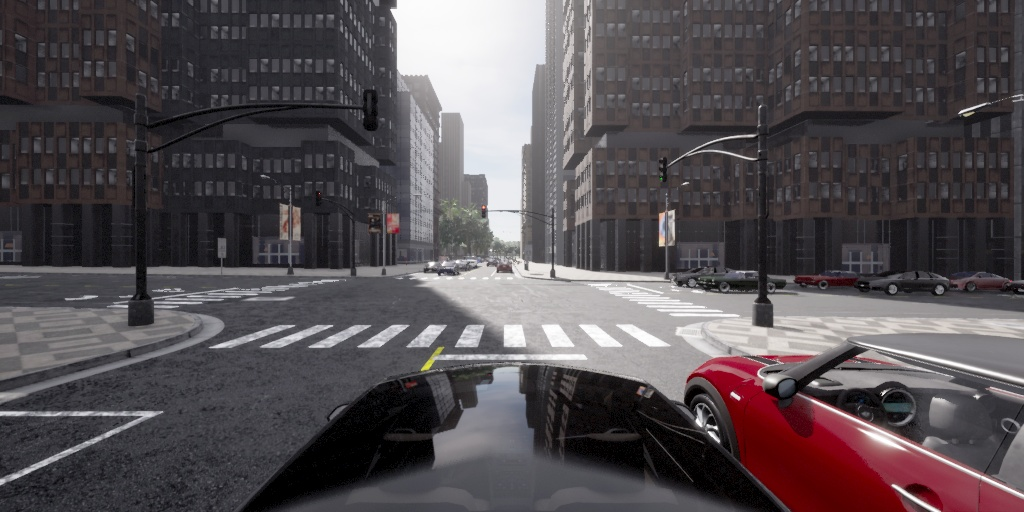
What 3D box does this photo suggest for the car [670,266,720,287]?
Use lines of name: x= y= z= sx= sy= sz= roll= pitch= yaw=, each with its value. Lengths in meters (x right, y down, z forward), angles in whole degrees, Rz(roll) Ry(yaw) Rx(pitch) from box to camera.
car: x=13.853 y=1.475 z=25.586 sx=4.892 sy=1.490 sz=1.837 roll=1 pitch=0 yaw=-1

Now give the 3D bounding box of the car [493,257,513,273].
car: x=-0.907 y=1.195 z=43.526 sx=1.967 sy=1.591 sz=4.097 roll=0 pitch=0 yaw=-1

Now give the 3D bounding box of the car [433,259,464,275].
car: x=-6.686 y=1.292 z=38.321 sx=2.033 sy=1.411 sz=5.357 roll=0 pitch=0 yaw=-1

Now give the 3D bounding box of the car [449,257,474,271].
car: x=-6.834 y=1.258 z=48.587 sx=2.128 sy=1.511 sz=4.902 roll=0 pitch=0 yaw=-1

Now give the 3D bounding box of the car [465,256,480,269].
car: x=-6.965 y=1.012 z=59.219 sx=2.150 sy=2.045 sz=5.566 roll=0 pitch=0 yaw=0

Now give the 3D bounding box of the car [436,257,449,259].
car: x=-9.506 y=1.082 z=48.838 sx=2.192 sy=1.841 sz=5.009 roll=0 pitch=0 yaw=-1

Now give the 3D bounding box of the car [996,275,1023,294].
car: x=34.740 y=1.825 z=22.599 sx=5.357 sy=1.411 sz=2.033 roll=1 pitch=0 yaw=-1

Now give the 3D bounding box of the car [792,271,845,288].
car: x=23.072 y=1.704 z=25.690 sx=4.718 sy=1.301 sz=1.895 roll=1 pitch=0 yaw=-1

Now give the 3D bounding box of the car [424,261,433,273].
car: x=-9.431 y=1.321 z=43.412 sx=1.948 sy=1.339 sz=4.313 roll=0 pitch=0 yaw=-1

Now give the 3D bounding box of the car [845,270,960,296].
car: x=24.359 y=1.631 z=22.472 sx=4.892 sy=1.490 sz=1.837 roll=1 pitch=0 yaw=-1

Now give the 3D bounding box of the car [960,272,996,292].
car: x=33.038 y=1.813 z=25.824 sx=4.181 sy=1.385 sz=1.994 roll=1 pitch=0 yaw=-1

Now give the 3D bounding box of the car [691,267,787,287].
car: x=14.159 y=1.579 z=22.340 sx=4.718 sy=1.301 sz=1.895 roll=1 pitch=0 yaw=-3

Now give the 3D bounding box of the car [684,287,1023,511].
car: x=2.761 y=1.190 z=2.160 sx=1.967 sy=1.591 sz=4.097 roll=0 pitch=0 yaw=0
